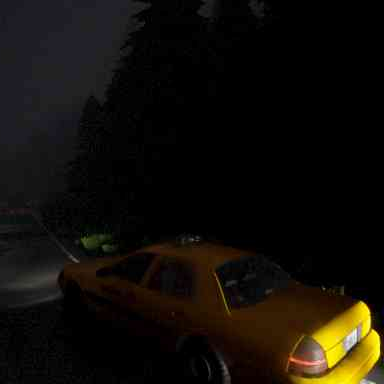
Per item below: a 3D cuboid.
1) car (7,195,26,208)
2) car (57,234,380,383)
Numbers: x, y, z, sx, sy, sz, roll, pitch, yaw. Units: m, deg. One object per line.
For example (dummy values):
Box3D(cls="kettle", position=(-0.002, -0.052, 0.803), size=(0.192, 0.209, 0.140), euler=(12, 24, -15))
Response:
Box3D(cls="car", position=(-21.083, 1.059, 40.097), size=(2.128, 1.511, 4.902), euler=(-2, 2, -26))
Box3D(cls="car", position=(-0.249, 1.417, 5.093), size=(5.366, 1.575, 1.801), euler=(1, 1, 44))
